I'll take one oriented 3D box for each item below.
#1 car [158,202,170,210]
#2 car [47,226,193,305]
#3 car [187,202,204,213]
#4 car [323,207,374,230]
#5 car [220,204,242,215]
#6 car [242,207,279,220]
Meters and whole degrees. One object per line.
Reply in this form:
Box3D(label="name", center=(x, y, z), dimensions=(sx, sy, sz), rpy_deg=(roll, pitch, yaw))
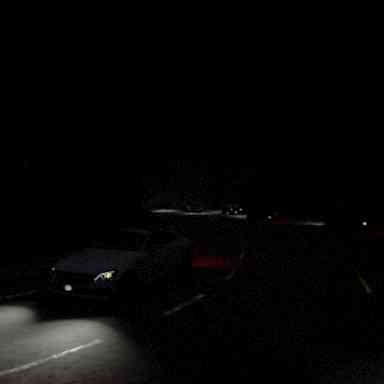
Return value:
Box3D(label="car", center=(-5.064, 2.484, 59.622), dimensions=(1.895, 1.301, 4.718), rpy_deg=(0, -1, -10))
Box3D(label="car", center=(-1.498, 1.656, 8.727), dimensions=(1.812, 1.442, 4.674), rpy_deg=(0, -1, 24))
Box3D(label="car", center=(0.487, 2.253, 48.530), dimensions=(1.812, 1.442, 4.674), rpy_deg=(0, -1, -11))
Box3D(label="car", center=(11.449, 1.896, 24.614), dimensions=(1.837, 1.490, 4.892), rpy_deg=(0, -1, -2))
Box3D(label="car", center=(5.102, 2.266, 43.730), dimensions=(1.895, 1.301, 4.718), rpy_deg=(0, -1, -10))
Box3D(label="car", center=(6.941, 2.113, 33.330), dimensions=(1.895, 1.301, 4.718), rpy_deg=(0, -1, -9))
